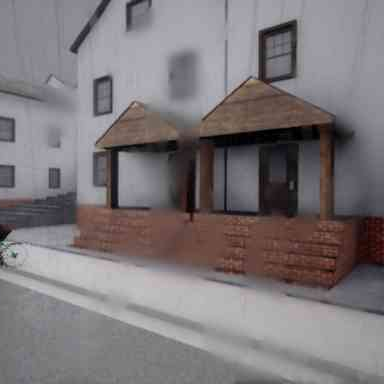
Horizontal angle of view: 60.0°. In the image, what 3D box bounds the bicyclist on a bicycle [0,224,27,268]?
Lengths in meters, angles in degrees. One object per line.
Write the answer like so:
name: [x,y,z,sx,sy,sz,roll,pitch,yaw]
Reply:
bicyclist on a bicycle: [-5.070,1.318,8.466,0.582,1.620,1.656,0,9,37]
